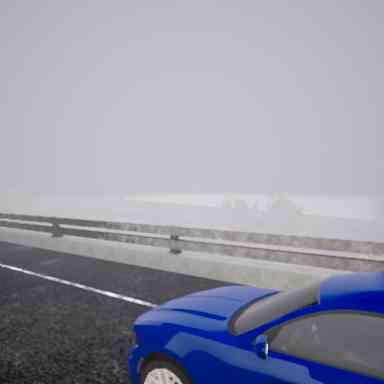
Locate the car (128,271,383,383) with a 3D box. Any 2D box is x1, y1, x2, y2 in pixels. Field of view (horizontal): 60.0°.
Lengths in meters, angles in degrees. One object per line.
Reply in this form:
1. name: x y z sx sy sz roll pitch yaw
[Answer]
1. car: 1.614 1.479 2.851 5.008 1.535 1.882 0 0 36
